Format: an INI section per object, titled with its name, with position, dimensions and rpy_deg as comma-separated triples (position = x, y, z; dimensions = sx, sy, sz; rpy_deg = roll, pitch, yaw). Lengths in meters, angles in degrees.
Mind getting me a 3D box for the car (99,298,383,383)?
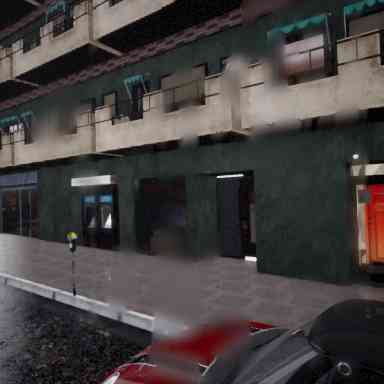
[car]
position = 1.116, 1.441, 1.959
dimensions = 4.097, 1.590, 1.967
rpy_deg = 0, -2, 36
